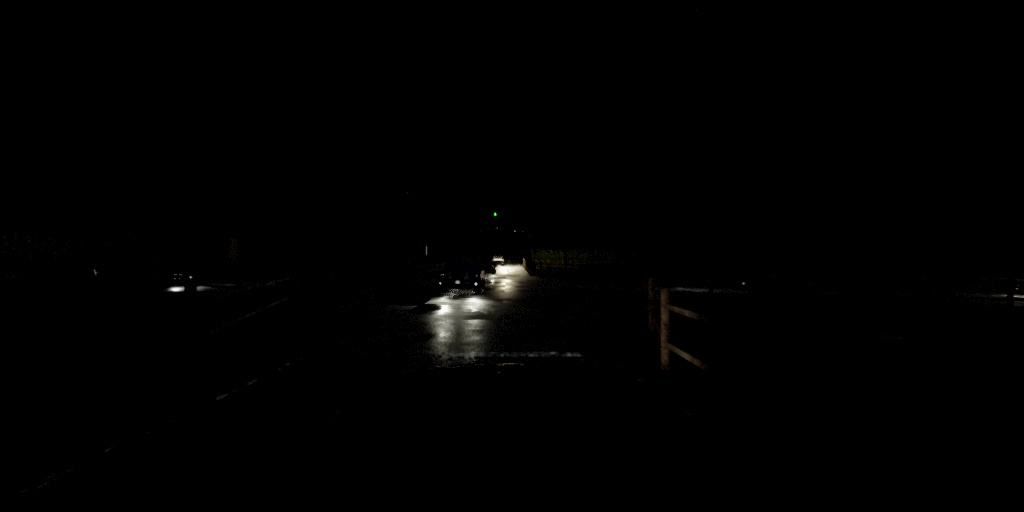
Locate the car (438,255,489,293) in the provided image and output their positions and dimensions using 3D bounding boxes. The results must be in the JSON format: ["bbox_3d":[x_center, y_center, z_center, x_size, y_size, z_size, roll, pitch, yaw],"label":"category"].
[{"bbox_3d":[-2.738,0.967,20.830,2.150,2.045,5.566,1,0,0],"label":"car"}]

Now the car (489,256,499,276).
[{"bbox_3d":[-2.749,1.094,37.866,2.097,1.767,4.553,0,0,0],"label":"car"}]

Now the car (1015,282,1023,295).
[{"bbox_3d":[37.140,1.997,24.096,4.892,1.490,1.837,1,0,0],"label":"car"}]

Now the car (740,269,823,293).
[{"bbox_3d":[18.017,1.614,24.117,4.902,1.511,2.128,1,0,0],"label":"car"}]

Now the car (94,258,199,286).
[{"bbox_3d":[-20.721,0.883,20.444,4.892,1.490,1.837,2,0,0],"label":"car"}]
